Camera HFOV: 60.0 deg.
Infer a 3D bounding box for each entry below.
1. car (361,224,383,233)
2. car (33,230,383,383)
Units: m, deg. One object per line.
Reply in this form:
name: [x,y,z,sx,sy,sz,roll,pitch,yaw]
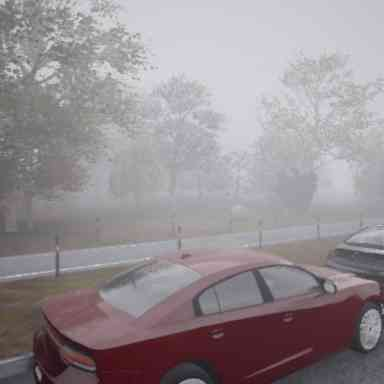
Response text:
car: [5.153,1.489,7.727,4.892,1.521,2.231,0,0,-33]
car: [0.628,1.505,4.502,5.008,1.535,2.097,-1,0,-33]
